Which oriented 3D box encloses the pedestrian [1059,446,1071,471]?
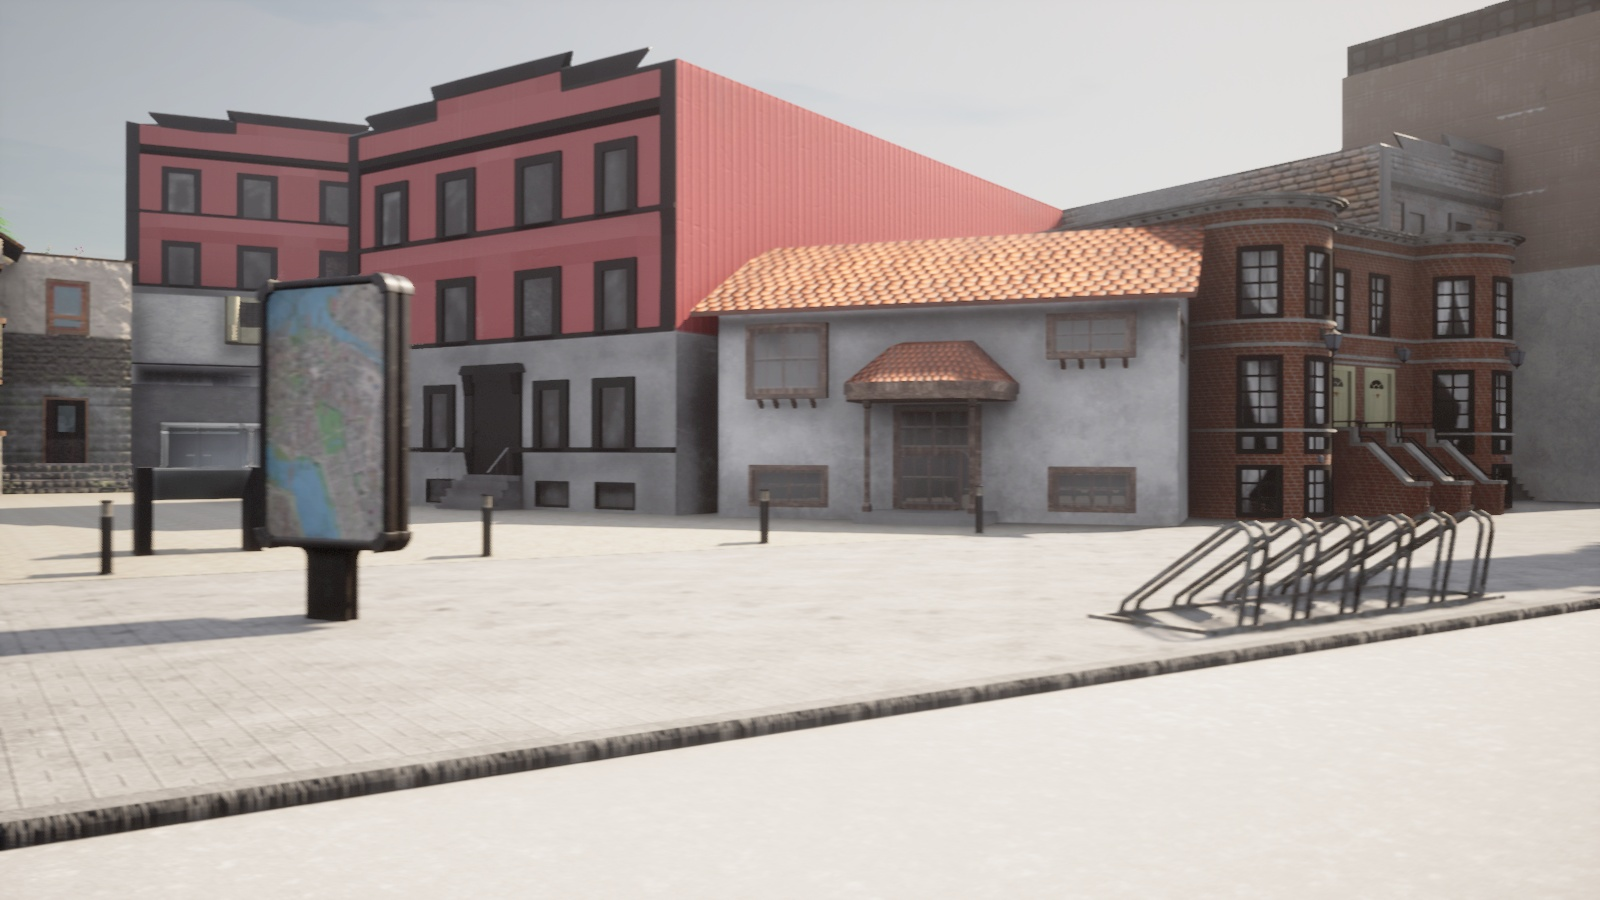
[{"bbox_3d":[19.809,0.643,93.857,0.431,1.840,0.703,0,0,-36],"label":"pedestrian"}]
